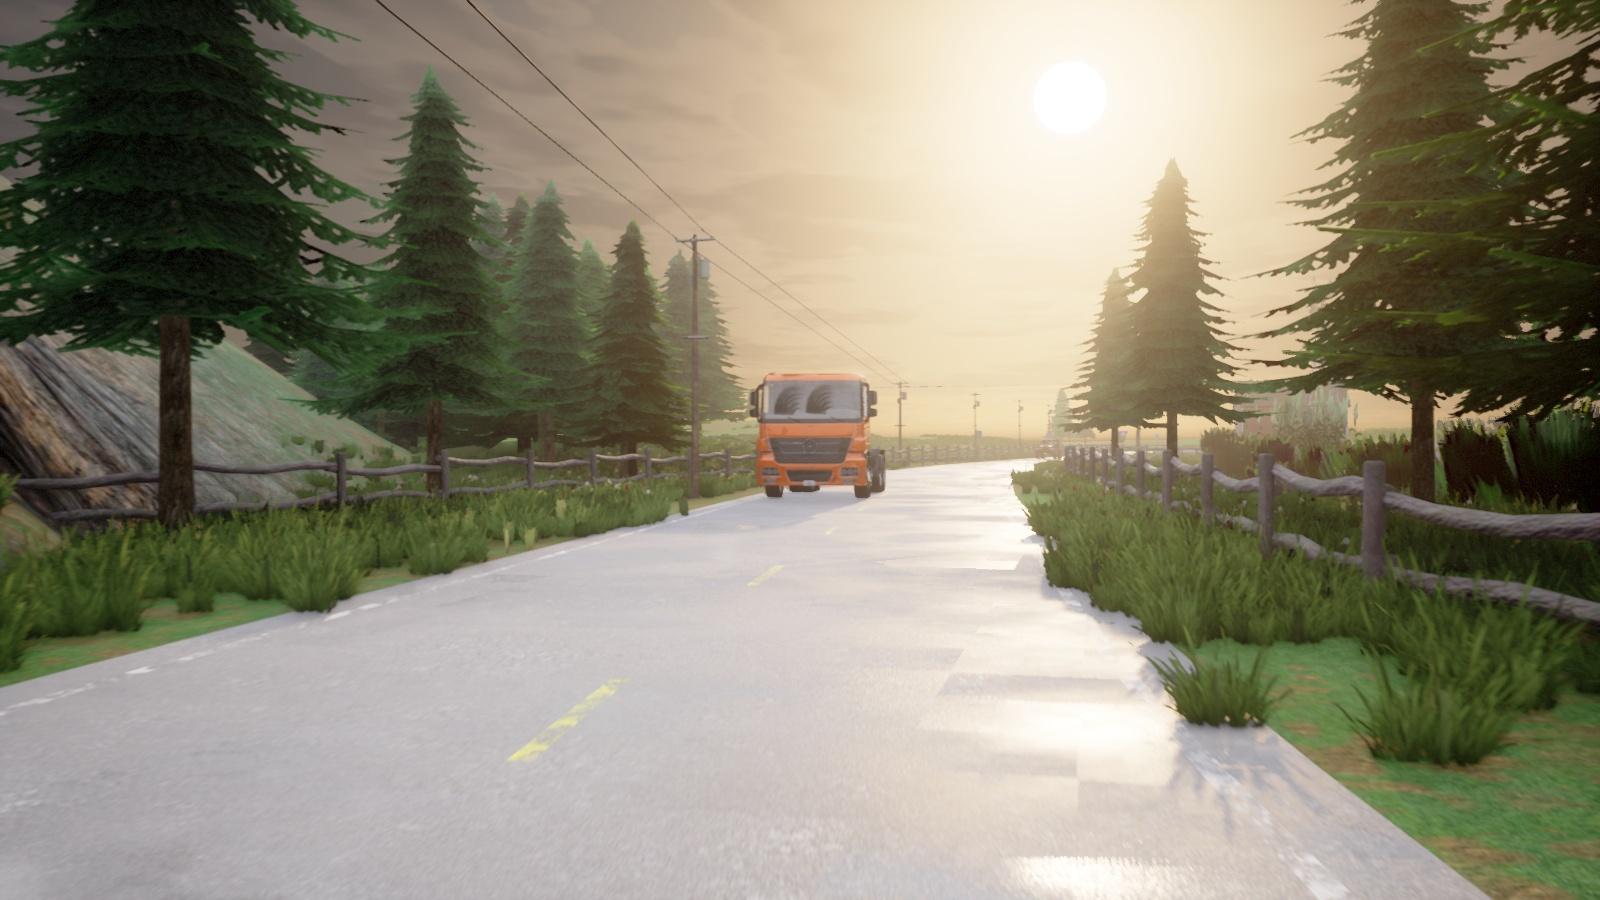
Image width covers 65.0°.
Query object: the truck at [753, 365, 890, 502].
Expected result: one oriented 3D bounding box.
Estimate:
[{"bbox_3d":[0.812,-0.438,35.997,2.891,3.462,7.936,0,0,9],"label":"truck"}]
